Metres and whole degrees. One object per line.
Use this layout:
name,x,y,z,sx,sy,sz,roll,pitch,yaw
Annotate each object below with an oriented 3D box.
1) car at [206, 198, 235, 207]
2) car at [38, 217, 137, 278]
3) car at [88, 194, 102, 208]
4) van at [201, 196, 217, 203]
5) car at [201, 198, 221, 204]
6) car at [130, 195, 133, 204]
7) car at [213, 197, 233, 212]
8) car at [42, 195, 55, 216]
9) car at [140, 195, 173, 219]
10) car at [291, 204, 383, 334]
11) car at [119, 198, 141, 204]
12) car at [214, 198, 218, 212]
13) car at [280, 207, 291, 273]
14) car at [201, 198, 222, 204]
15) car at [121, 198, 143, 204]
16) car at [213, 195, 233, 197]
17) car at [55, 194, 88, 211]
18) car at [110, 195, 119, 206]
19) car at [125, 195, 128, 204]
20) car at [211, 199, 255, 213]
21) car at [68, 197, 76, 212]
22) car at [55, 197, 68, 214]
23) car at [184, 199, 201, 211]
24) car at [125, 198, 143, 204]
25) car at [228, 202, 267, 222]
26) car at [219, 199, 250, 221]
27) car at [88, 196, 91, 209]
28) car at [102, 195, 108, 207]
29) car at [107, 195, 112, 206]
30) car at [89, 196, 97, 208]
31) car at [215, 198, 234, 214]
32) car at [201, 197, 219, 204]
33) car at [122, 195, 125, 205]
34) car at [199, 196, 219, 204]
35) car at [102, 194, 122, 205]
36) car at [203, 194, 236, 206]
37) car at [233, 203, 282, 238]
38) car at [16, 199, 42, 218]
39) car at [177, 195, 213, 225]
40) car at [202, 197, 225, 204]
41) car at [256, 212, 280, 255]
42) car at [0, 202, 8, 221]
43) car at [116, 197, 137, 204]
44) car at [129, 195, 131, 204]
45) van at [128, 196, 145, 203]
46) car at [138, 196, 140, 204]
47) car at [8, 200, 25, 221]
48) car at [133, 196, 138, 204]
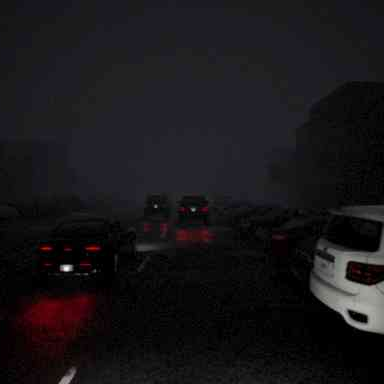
car,4.695,1.690,55.306,4.674,1.452,2.002,0,0,0
car,-2.901,1.508,10.109,1.837,1.490,4.892,0,0,0
car,-15.753,1.478,47.304,4.553,1.767,2.185,0,0,0
van,4.806,2.228,94.196,4.442,1.987,1.878,0,-1,0
car,4.685,2.197,83.076,5.008,1.535,2.097,0,-1,0
car,-15.807,1.812,72.102,4.553,1.767,2.185,0,-1,0
car,4.695,1.538,33.078,4.892,1.521,2.231,0,0,0
car,-15.655,1.397,30.761,4.553,1.767,2.185,0,0,0
car,-2.907,1.266,29.529,2.150,2.045,5.566,0,0,0
car,4.737,1.229,5.164,5.566,2.045,2.435,0,0,0
car,-15.991,2.265,85.881,5.366,1.575,1.946,0,-1,0
car,4.732,1.556,30.300,4.792,1.488,2.163,0,0,0
car,4.740,1.356,7.977,4.553,1.767,2.185,0,0,0
car,4.720,2.159,80.296,4.792,1.488,2.163,0,-1,0
car,-15.996,2.329,88.640,5.366,1.575,1.946,0,-1,0
car,4.885,1.581,44.069,5.366,1.575,1.946,0,0,0
car,-15.733,1.308,39.033,5.566,2.045,2.435,0,0,0
car,-15.554,1.657,55.574,5.366,1.575,1.946,0,0,0
car,-15.729,1.520,63.838,5.566,2.045,2.435,0,-1,0
car,4.671,1.589,38.636,4.792,1.488,2.163,0,0,0
car,-15.669,1.575,36.273,4.792,1.488,2.163,0,0,0
car,-15.687,1.533,33.518,5.008,1.535,2.097,0,0,0
car,0.089,1.645,42.825,2.033,1.411,5.357,0,0,0
car,-15.814,2.434,91.395,4.674,1.452,2.002,0,-1,0
car,4.734,1.526,19.183,4.792,1.488,2.163,0,0,0
car,4.710,1.511,24.616,4.892,1.521,2.231,0,0,0
car,-15.708,1.613,41.789,4.674,1.452,2.002,0,0,0
car,-15.723,1.619,50.061,5.008,1.535,2.097,0,0,0
car,-15.731,1.678,52.815,4.674,1.452,2.002,0,0,0
car,-15.745,1.618,44.546,4.792,1.488,2.163,0,0,0
car,4.698,1.518,27.395,5.008,1.535,2.097,0,0,0
car,4.721,2.138,85.857,4.553,1.767,2.185,0,-1,0
car,-15.723,1.475,61.086,5.566,2.045,2.435,0,-1,0
car,4.658,2.138,91.298,5.566,2.045,2.435,0,-1,0
car,-15.718,1.440,58.329,5.566,2.045,2.435,0,-1,0
car,4.667,1.426,58.084,5.566,2.045,2.435,0,-1,0
car,4.713,1.493,16.403,4.892,1.521,2.231,0,0,0
car,-15.710,1.541,28.004,4.792,1.488,2.163,0,0,0
car,0.095,1.252,24.341,2.150,2.045,5.566,0,0,0
car,4.697,1.989,74.615,5.008,1.535,2.097,0,-1,0
car,4.704,1.524,10.847,4.674,1.452,2.002,0,0,0
car,-15.639,1.526,22.488,4.792,1.488,2.163,0,0,0
car,-15.762,2.011,80.370,4.553,1.767,2.185,0,-1,0
car,-15.799,1.906,69.342,4.792,1.488,2.163,0,-1,0
van,-15.706,2.229,94.160,4.442,1.987,1.878,0,-1,0
car,-15.759,1.819,77.616,5.566,2.045,2.435,0,-1,0
car,-15.672,1.544,25.210,4.674,1.452,2.002,0,0,0
car,-15.810,1.752,74.859,5.566,2.045,2.435,0,-1,0
